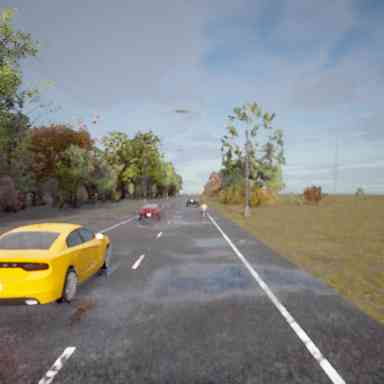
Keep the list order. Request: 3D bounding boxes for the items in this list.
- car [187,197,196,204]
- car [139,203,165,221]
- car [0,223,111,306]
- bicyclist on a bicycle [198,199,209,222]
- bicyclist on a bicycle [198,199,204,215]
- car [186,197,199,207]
[{"bbox_3d":[-0.036,1.870,75.019,1.994,1.385,4.181,0,0,0],"label":"car"},{"bbox_3d":[-3.415,1.646,28.690,1.812,1.442,4.674,0,0,0],"label":"car"},{"bbox_3d":[-3.407,1.513,8.236,1.882,1.535,5.008,0,0,0],"label":"car"},{"bbox_3d":[0.954,1.547,26.229,0.866,1.612,1.509,0,0,0],"label":"bicyclist on a bicycle"},{"bbox_3d":[0.947,1.605,36.216,0.582,1.620,1.656,0,-1,0],"label":"bicyclist on a bicycle"},{"bbox_3d":[0.024,1.592,57.025,2.097,1.767,4.553,0,0,0],"label":"car"}]
